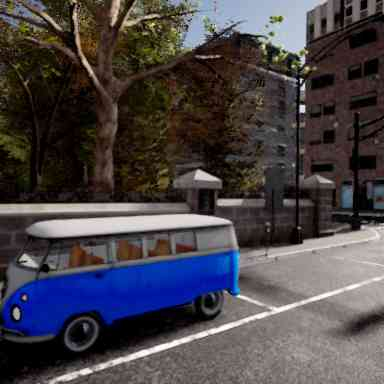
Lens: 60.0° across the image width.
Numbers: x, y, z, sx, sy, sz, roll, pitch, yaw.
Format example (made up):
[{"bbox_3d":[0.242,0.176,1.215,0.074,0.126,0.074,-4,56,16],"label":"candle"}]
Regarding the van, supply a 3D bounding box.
[{"bbox_3d":[-1.007,1.331,5.778,3.998,1.788,1.690,0,1,-35],"label":"van"}]
